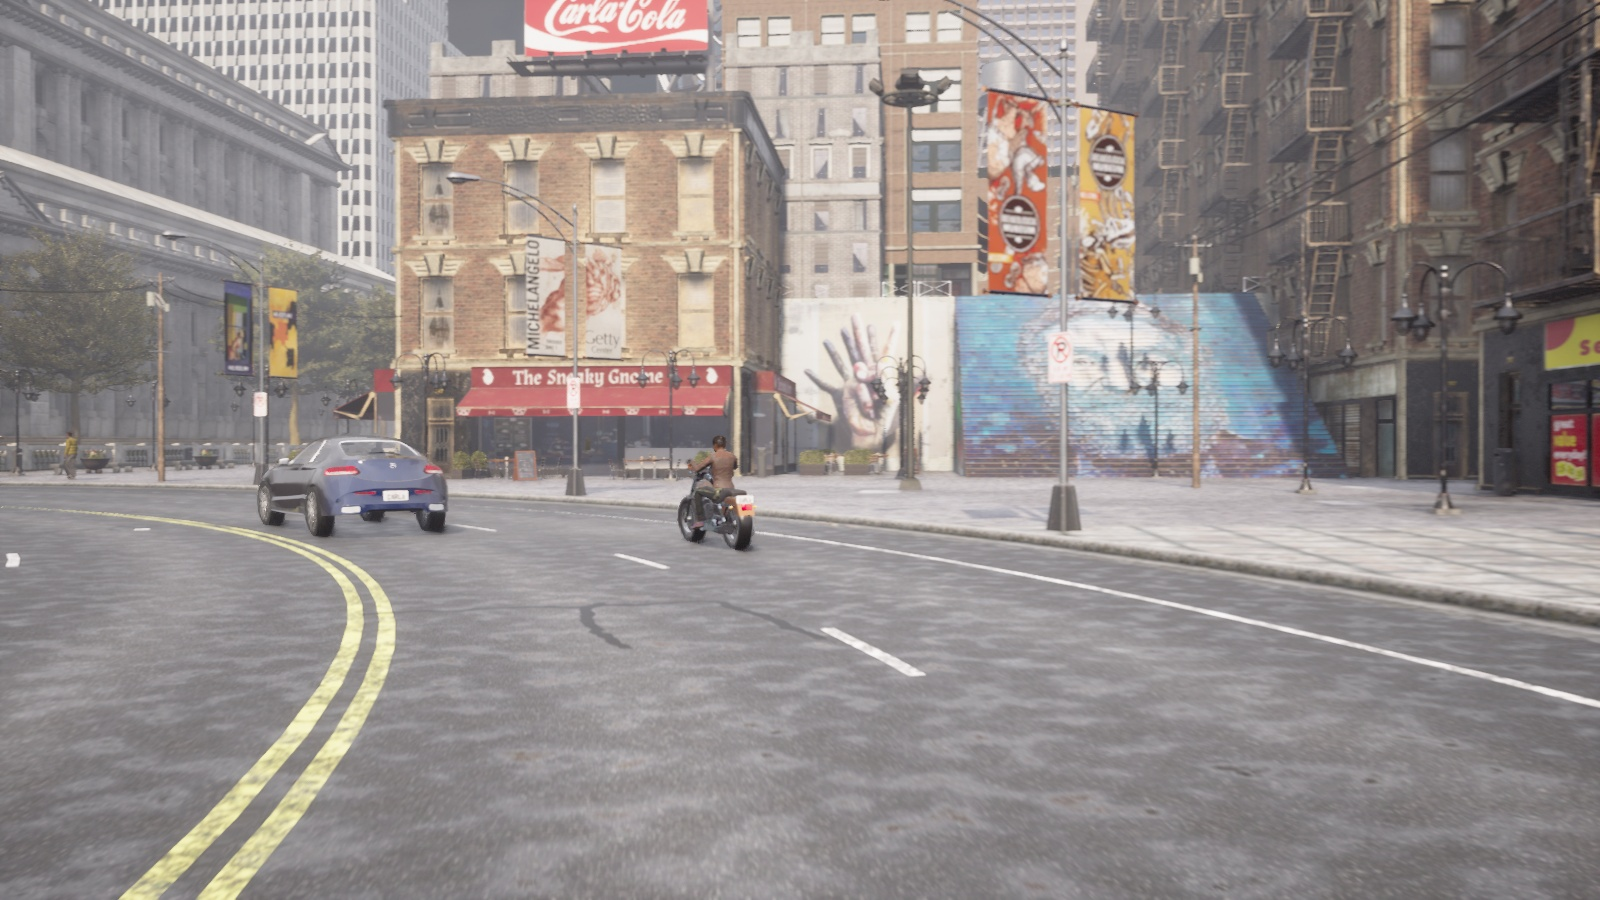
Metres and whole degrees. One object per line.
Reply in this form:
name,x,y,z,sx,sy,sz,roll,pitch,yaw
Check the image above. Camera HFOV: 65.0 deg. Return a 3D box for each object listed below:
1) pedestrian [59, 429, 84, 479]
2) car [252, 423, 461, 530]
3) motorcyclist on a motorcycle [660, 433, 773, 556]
pedestrian,-27.093,0.145,46.688,0.709,1.840,0.431,0,0,12
car,-7.911,0.402,22.054,2.152,1.651,5.027,0,0,-36
motorcyclist on a motorcycle,-1.243,0.595,18.123,0.766,1.649,2.350,-1,0,-27
